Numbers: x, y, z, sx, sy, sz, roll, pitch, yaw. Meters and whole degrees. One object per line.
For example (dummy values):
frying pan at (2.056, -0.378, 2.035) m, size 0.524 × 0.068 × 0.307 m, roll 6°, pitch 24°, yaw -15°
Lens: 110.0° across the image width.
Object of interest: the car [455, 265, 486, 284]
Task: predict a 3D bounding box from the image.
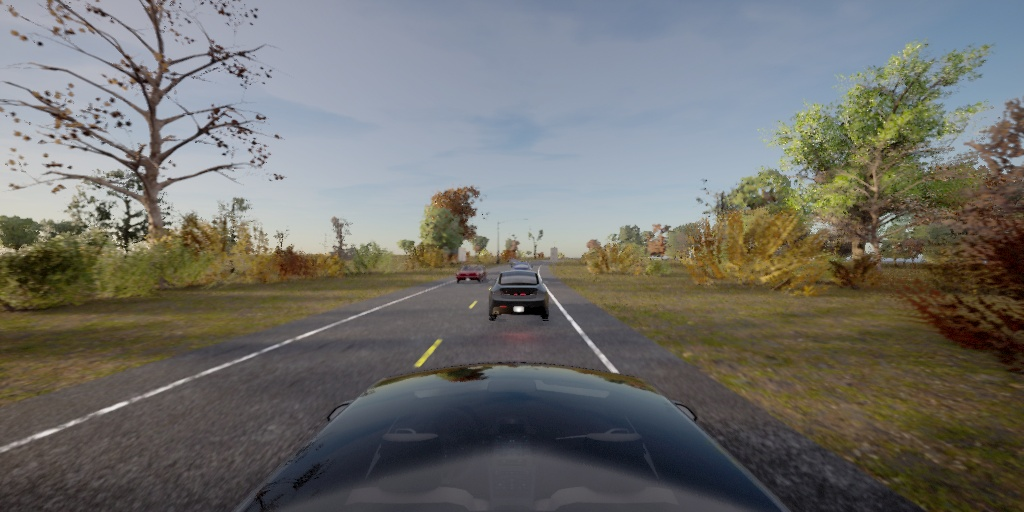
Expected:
car at (-3.027, 1.348, 27.419) m, size 1.895 × 1.301 × 4.718 m, roll 0°, pitch 0°, yaw 2°

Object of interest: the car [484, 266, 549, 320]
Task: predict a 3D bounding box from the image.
car at (0.236, 1.255, 12.566) m, size 1.837 × 1.490 × 4.892 m, roll 0°, pitch 0°, yaw 1°

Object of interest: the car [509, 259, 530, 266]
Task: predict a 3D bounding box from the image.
car at (0.842, 1.273, 30.701) m, size 1.812 × 1.442 × 4.674 m, roll 0°, pitch 0°, yaw 3°
